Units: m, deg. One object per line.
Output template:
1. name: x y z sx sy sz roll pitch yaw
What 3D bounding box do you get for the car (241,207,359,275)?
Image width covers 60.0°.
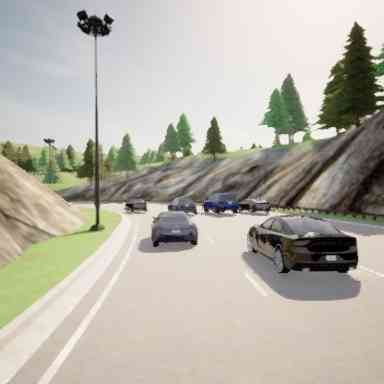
1. car: 3.152 1.443 10.477 1.882 1.535 5.008 0 0 -5

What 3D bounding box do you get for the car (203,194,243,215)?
1. car: 2.864 1.192 34.283 2.150 2.045 5.566 0 0 -17

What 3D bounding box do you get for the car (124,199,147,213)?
1. car: -6.640 1.569 38.900 2.128 1.511 4.902 0 0 -23

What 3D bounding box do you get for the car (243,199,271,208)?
1. car: 6.344 1.423 34.509 2.128 1.511 4.902 0 0 -16

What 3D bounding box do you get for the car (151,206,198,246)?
1. car: -0.903 1.575 15.536 1.994 1.385 4.181 -1 0 -7

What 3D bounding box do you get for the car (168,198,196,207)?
1. car: -1.097 1.367 33.821 2.097 1.767 4.553 -1 0 -17
